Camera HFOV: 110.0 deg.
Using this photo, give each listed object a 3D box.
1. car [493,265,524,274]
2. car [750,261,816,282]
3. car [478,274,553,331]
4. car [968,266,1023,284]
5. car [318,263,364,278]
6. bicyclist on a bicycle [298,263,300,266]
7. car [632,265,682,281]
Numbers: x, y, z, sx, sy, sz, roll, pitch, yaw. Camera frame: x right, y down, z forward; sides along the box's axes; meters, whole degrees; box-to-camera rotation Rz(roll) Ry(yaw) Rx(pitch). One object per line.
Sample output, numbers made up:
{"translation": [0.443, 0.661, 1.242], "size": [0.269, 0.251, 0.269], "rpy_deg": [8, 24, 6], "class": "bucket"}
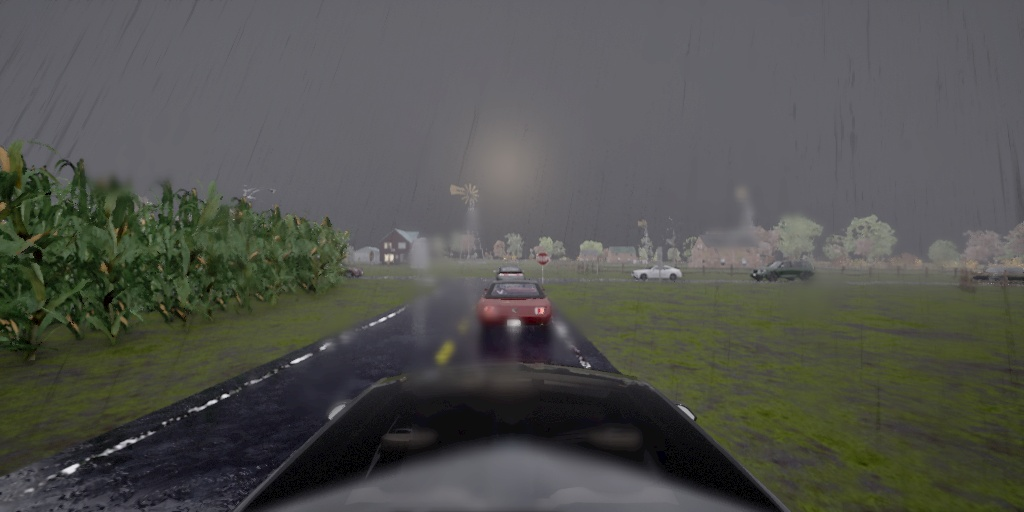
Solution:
{"translation": [-0.197, 1.337, 23.618], "size": [2.128, 1.511, 4.902], "rpy_deg": [0, 0, -4], "class": "car"}
{"translation": [26.606, 1.481, 35.257], "size": [5.566, 2.045, 2.150], "rpy_deg": [0, -1, 0], "class": "car"}
{"translation": [0.086, 1.392, 11.065], "size": [1.895, 1.301, 4.718], "rpy_deg": [0, 0, 0], "class": "car"}
{"translation": [48.080, 1.880, 35.299], "size": [4.553, 1.767, 2.097], "rpy_deg": [1, -1, 0], "class": "car"}
{"translation": [-15.707, 1.206, 32.040], "size": [4.674, 1.442, 1.812], "rpy_deg": [1, -1, 0], "class": "car"}
{"translation": [-22.745, 1.147, 37.965], "size": [0.582, 1.620, 1.656], "rpy_deg": [1, 0, 0], "class": "bicyclist on a bicycle"}
{"translation": [14.153, 1.639, 35.172], "size": [4.674, 1.442, 1.812], "rpy_deg": [1, -1, 0], "class": "car"}
